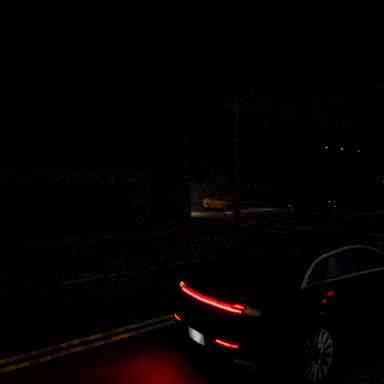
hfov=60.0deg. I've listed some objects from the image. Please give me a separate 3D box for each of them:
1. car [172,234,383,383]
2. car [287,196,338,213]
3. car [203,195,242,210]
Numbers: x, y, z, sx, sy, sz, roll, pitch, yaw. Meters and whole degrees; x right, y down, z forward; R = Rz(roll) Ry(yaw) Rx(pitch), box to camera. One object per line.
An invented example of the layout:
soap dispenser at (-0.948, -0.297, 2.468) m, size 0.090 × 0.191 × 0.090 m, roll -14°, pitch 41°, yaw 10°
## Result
car at (2.026, 1.424, 5.275) m, size 4.902 × 1.511 × 2.128 m, roll -1°, pitch 1°, yaw -35°
car at (11.335, 1.087, 31.677) m, size 2.128 × 1.511 × 4.902 m, roll -1°, pitch 1°, yaw -36°
car at (3.266, 1.131, 36.272) m, size 1.882 × 1.535 × 5.008 m, roll -1°, pitch 1°, yaw -37°
